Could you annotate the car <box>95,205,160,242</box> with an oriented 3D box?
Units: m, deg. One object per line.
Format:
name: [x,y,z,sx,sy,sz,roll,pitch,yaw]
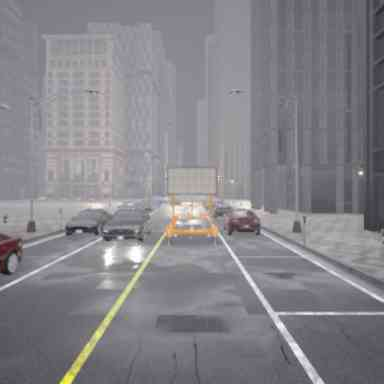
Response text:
car: [-3.096,1.622,17.092,2.033,1.411,5.357,0,0,0]

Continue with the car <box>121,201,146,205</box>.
car: [-5.758,1.571,30.429,1.967,1.590,4.097,0,0,0]

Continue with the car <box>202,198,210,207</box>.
car: [2.772,1.721,47.521,1.752,1.417,4.829,0,0,0]

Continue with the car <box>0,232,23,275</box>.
car: [-5.763,1.580,7.865,1.887,1.381,4.507,0,0,0]

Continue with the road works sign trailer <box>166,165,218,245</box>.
road works sign trailer: [0.004,0.534,15.888,2.380,3.560,2.880,0,0,0]

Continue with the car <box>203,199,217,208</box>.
car: [2.773,1.766,52.991,2.008,1.369,4.403,0,0,0]

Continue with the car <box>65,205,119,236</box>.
car: [-5.760,1.650,19.147,1.947,1.339,4.313,0,0,0]

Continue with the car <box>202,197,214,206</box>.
car: [2.774,1.675,58.633,1.967,1.590,4.097,0,0,0]

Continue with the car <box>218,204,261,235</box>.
car: [2.765,1.629,19.148,1.887,1.381,4.507,0,0,0]

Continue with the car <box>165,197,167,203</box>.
car: [-5.748,1.824,69.915,2.008,1.369,4.403,0,0,0]

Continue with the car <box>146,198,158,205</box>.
car: [-5.755,1.741,41.711,1.947,1.339,4.313,0,0,0]

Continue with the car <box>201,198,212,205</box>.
car: [2.776,1.805,64.273,2.008,1.369,4.403,0,0,0]

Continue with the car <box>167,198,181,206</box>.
car: [-2.985,1.801,60.377,1.837,1.490,4.892,0,0,0]

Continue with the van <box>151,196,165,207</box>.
van: [-5.753,1.557,52.993,1.690,1.788,3.998,0,0,0]

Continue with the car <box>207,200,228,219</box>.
car: [2.768,1.681,30.429,2.008,1.369,4.403,0,0,0]

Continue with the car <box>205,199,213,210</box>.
car: [2.769,1.719,36.069,1.947,1.339,4.313,0,0,0]
